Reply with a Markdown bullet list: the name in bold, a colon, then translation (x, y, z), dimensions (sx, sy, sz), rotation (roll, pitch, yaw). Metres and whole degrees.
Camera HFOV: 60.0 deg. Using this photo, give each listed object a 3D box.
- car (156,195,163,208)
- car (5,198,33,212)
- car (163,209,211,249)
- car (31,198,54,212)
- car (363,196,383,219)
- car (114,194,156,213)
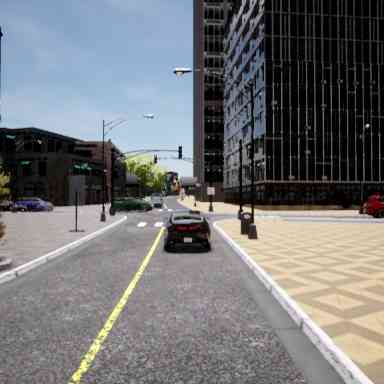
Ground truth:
- **car**: translation (-5.416, 1.620, 50.133), dimensions (2.033, 1.411, 5.357), rotation (0, 0, -6)
- **car**: translation (-20.550, 1.614, 37.111), dimensions (4.313, 1.339, 1.947), rotation (0, -1, 18)
- **car**: translation (-0.224, 1.527, 14.684), dimensions (1.837, 1.490, 4.892), rotation (0, 0, -2)
- **car**: translation (-18.531, 1.440, 39.049), dimensions (4.553, 1.767, 2.097), rotation (0, -1, 18)
- **car**: translation (15.769, 1.218, 25.190), dimensions (5.009, 1.841, 2.192), rotation (0, -1, 18)
- **car**: translation (-6.778, 1.413, 37.960), dimensions (4.553, 1.767, 2.097), rotation (0, 0, -12)
